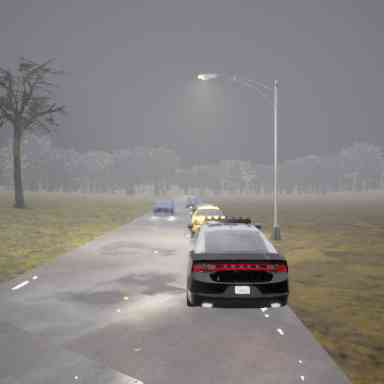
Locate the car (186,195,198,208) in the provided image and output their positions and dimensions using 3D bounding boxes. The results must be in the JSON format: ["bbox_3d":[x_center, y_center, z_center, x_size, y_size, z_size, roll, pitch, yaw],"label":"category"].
[{"bbox_3d":[0.131,1.462,45.829,2.033,1.411,5.357,0,0,1],"label":"car"}]

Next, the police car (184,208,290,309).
[{"bbox_3d":[0.842,1.419,8.101,1.930,1.638,5.238,0,0,0],"label":"police car"}]

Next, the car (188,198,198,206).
[{"bbox_3d":[0.875,1.450,23.993,1.882,1.535,5.008,0,0,0],"label":"car"}]

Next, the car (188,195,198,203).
[{"bbox_3d":[0.132,1.367,63.149,1.812,1.442,4.674,0,0,0],"label":"car"}]

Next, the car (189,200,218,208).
[{"bbox_3d":[0.863,1.437,18.181,1.801,1.575,5.366,0,0,0],"label":"car"}]

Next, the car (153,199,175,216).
[{"bbox_3d":[-2.682,1.431,32.824,1.882,1.535,5.008,0,0,0],"label":"car"}]
